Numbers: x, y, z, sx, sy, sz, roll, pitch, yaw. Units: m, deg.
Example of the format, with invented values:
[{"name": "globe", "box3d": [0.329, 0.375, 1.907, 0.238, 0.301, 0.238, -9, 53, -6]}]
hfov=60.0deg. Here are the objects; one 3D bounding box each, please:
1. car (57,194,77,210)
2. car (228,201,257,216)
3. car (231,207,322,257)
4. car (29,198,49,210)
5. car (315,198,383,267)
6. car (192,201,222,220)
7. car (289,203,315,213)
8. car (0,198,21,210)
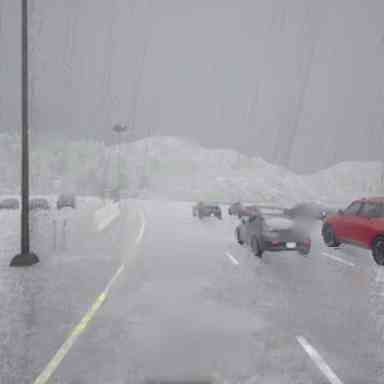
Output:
[{"name": "car", "box3d": [-16.847, 1.270, 44.989, 2.150, 2.045, 5.566, 0, 0, -15]}, {"name": "car", "box3d": [4.550, 1.518, 29.434, 1.812, 1.442, 4.674, 0, 0, -9]}, {"name": "car", "box3d": [2.981, 1.520, 12.836, 1.812, 1.442, 4.674, 0, 0, -4]}, {"name": "car", "box3d": [-20.275, 1.561, 44.193, 1.837, 1.490, 4.892, 0, 0, -15]}, {"name": "car", "box3d": [6.595, 1.208, 11.486, 2.150, 2.045, 5.566, 0, 0, -3]}, {"name": "car", "box3d": [1.211, 1.507, 28.107, 1.837, 1.490, 4.892, 0, 0, -9]}, {"name": "car", "box3d": [8.718, 1.528, 25.141, 2.033, 1.411, 5.357, 0, 0, -7]}, {"name": "car", "box3d": [-23.566, 1.569, 42.960, 1.837, 1.490, 4.892, 0, 0, -15]}]
